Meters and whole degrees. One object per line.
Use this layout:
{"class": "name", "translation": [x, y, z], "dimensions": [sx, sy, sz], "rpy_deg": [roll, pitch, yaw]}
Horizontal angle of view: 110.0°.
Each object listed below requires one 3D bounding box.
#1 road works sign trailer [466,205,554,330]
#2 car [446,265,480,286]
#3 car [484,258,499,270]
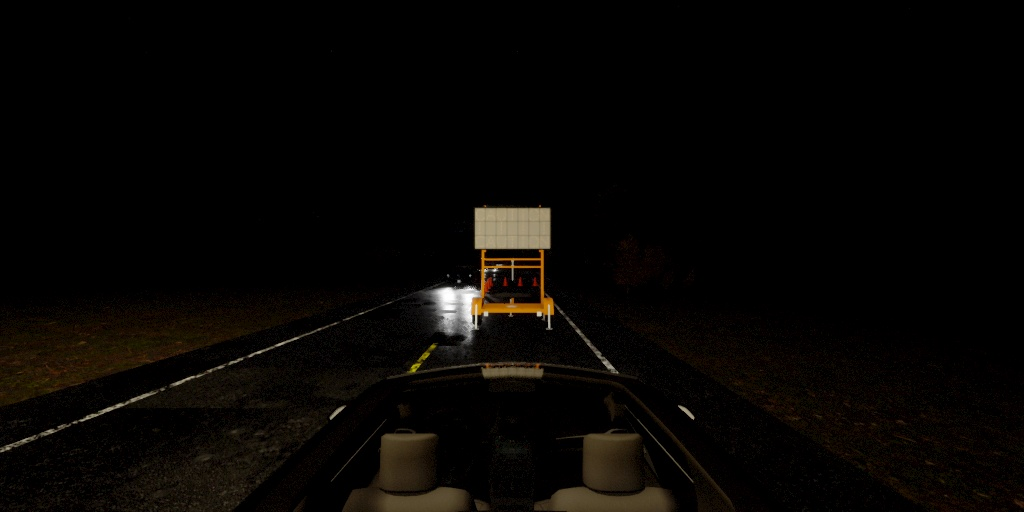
{"class": "road works sign trailer", "translation": [0.020, 0.215, 11.158], "dimensions": [2.380, 3.560, 2.880], "rpy_deg": [0, 0, 0]}
{"class": "car", "translation": [-3.450, 1.357, 25.615], "dimensions": [1.895, 1.301, 4.718], "rpy_deg": [0, 0, 0]}
{"class": "car", "translation": [-3.388, 1.307, 54.683], "dimensions": [1.812, 1.442, 4.674], "rpy_deg": [0, 0, 0]}
